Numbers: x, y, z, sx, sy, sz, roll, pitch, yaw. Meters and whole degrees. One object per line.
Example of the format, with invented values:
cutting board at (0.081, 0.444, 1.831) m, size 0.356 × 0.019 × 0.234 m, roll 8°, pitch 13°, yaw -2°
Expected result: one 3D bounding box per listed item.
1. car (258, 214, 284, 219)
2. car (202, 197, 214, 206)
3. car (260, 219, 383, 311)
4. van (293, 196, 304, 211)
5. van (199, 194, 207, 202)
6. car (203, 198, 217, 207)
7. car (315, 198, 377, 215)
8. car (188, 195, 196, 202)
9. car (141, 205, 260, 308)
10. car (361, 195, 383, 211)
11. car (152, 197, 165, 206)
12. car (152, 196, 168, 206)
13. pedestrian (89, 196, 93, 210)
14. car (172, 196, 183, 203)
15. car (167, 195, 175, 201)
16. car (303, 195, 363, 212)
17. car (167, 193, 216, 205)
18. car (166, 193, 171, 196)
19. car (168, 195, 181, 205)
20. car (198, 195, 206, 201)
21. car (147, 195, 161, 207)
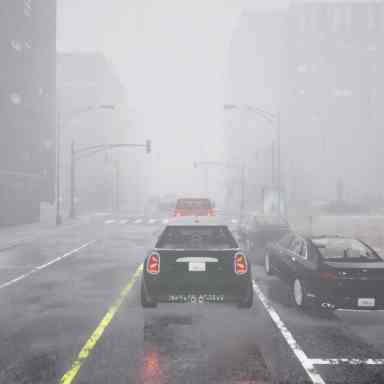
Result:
car at (2.826, 1.555, 13.139) m, size 2.008 × 1.369 × 4.403 m, roll 1°, pitch 0°, yaw 0°
car at (2.682, 1.604, 56.902) m, size 1.802 × 1.307 × 4.206 m, roll 1°, pitch 0°, yaw 0°
car at (2.828, 1.553, 7.569) m, size 2.008 × 1.369 × 4.403 m, roll 1°, pitch 0°, yaw 0°
van at (13.751, 1.297, 38.155) m, size 3.998 × 1.788 × 1.690 m, roll 0°, pitch 0°, yaw 0°
van at (2.677, 1.373, 79.188) m, size 1.690 × 1.788 × 3.998 m, roll 1°, pitch 0°, yaw 0°
car at (2.684, 1.585, 51.331) m, size 1.947 × 1.339 × 4.313 m, roll 1°, pitch 0°, yaw 0°
car at (13.693, 1.413, 29.774) m, size 4.206 × 1.307 × 1.802 m, roll 0°, pitch 0°, yaw 0°
car at (-0.027, 1.533, 79.951) m, size 1.837 × 1.490 × 4.892 m, roll 0°, pitch 0°, yaw 0°
car at (0.098, 1.354, 8.065) m, size 2.097 × 1.767 × 4.553 m, roll 0°, pitch 0°, yaw 0°
car at (19.278, 1.228, 38.117) m, size 5.009 × 1.841 × 2.192 m, roll 0°, pitch 0°, yaw 0°
car at (-5.698, 1.566, 56.940) m, size 1.887 × 1.381 × 4.507 m, roll 1°, pitch 0°, yaw 0°
car at (-1.855, 1.553, 38.327) m, size 1.882 × 1.535 × 5.008 m, roll 1°, pitch 0°, yaw 36°
pedestrian at (-12.542, 1.348, 41.291) m, size 0.375 × 1.860 × 0.375 m, roll 0°, pitch 0°, yaw 0°
car at (-3.023, 1.553, 70.660) m, size 2.128 × 1.511 × 4.902 m, roll 0°, pitch 0°, yaw 0°
car at (-5.709, 1.603, 90.366) m, size 1.947 × 1.339 × 4.313 m, roll 1°, pitch 0°, yaw 0°
car at (14.977, 1.385, 35.553) m, size 5.008 × 1.535 × 1.882 m, roll 0°, pitch -1°, yaw 2°
car at (0.082, 1.228, 17.536) m, size 2.150 × 2.045 × 5.566 m, roll 0°, pitch 0°, yaw 0°
car at (-3.137, 1.240, 51.021) m, size 2.150 × 2.045 × 5.566 m, roll 0°, pitch 0°, yaw 0°
car at (-3.088, 1.375, 60.590) m, size 2.097 × 1.767 × 4.553 m, roll 0°, pitch 0°, yaw 0°
car at (2.671, 1.582, 90.329) m, size 1.887 × 1.381 × 4.507 m, roll 1°, pitch 0°, yaw 0°
car at (-5.692, 1.334, 51.369) m, size 2.192 × 1.841 × 5.009 m, roll 1°, pitch 0°, yaw 0°
